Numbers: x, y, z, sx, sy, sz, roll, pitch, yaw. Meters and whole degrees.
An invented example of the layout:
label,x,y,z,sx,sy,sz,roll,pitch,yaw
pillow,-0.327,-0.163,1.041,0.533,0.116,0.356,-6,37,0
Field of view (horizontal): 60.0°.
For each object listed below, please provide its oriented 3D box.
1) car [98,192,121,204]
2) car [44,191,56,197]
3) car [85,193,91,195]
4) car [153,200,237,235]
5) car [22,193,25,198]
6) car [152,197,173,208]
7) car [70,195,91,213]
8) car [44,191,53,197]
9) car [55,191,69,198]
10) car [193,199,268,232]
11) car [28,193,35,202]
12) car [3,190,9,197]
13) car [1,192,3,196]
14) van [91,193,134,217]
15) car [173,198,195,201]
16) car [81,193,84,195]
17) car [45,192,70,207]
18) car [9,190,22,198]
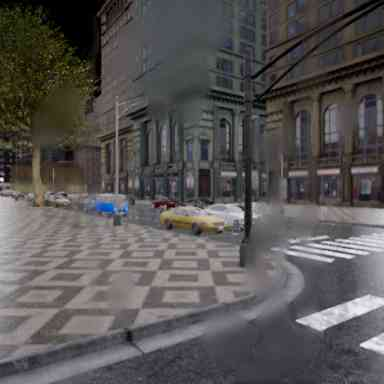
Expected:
label,x,y,z,sx,sy,sz,roll,pitch,yaw
car,-12.597,0.864,50.527,1.967,1.590,4.097,1,0,-35
car,-35.298,0.454,82.631,1.802,1.307,4.206,1,0,-35
car,-9.612,1.114,36.146,2.128,1.511,4.902,0,1,-35
car,0.002,1.389,17.931,1.752,1.417,4.829,1,0,-35
car,-26.041,0.821,54.773,2.008,1.369,4.403,1,0,-35
car,-2.869,1.207,36.764,1.887,1.381,4.507,1,0,-35
car,-9.826,1.221,31.836,2.008,1.369,4.403,1,0,-35
car,-19.555,0.983,45.600,2.008,1.369,4.403,1,0,-35
car,-28.812,0.570,73.458,1.887,1.381,4.507,1,0,-35
car,2.276,1.389,19.313,1.812,1.442,4.674,0,1,-35
car,-22.799,0.901,50.187,2.008,1.369,4.403,1,0,-35
car,-42.254,0.320,77.707,1.967,1.590,4.097,1,0,-35
car,-45.498,0.244,82.294,1.967,1.590,4.097,1,0,-35
van,-6.581,1.082,27.248,1.690,1.788,3.998,1,0,-35
car,0.373,1.298,32.178,1.947,1.339,4.313,1,0,-35
car,-19.084,0.844,59.700,1.802,1.307,4.206,1,0,-35
car,-16.215,1.042,40.875,1.752,1.417,4.829,1,0,-35
car,-35.768,0.474,68.533,1.967,1.590,4.097,1,0,-35
